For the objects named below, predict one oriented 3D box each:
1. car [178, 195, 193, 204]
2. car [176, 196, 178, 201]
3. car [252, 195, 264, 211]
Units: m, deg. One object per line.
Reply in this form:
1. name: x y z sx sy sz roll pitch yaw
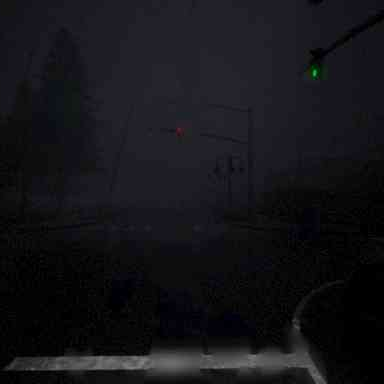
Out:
1. car: -0.909 1.518 60.877 2.033 1.411 5.357 0 0 -7
2. car: -2.202 1.327 71.061 1.812 1.442 4.674 0 0 -13
3. car: 8.866 1.144 36.257 4.605 1.855 1.932 0 0 -1
